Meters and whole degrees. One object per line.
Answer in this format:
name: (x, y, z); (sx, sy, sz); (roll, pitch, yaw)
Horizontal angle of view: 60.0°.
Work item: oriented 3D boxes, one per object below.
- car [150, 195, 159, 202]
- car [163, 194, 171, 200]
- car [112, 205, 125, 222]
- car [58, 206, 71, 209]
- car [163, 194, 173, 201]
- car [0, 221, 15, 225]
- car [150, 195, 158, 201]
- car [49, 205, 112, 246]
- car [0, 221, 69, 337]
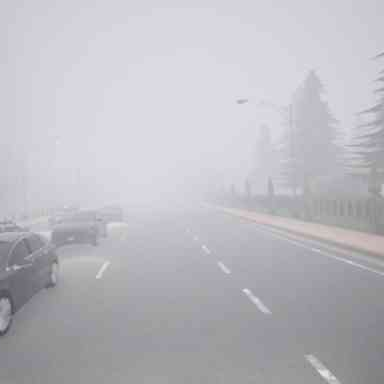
car: (-9.186, 1.607, 81.317); (1.812, 1.442, 4.674); (-3, 0, -7)
car: (-7.037, 1.361, 91.936); (1.812, 1.442, 4.674); (-3, 0, -7)
car: (-6.712, 1.775, 27.805); (1.994, 1.385, 4.181); (-3, 0, -7)
car: (-10.160, 1.881, 27.152); (2.128, 1.511, 4.902); (-3, 0, -7)
car: (-5.770, 1.458, 82.231); (1.994, 1.385, 4.181); (-3, 0, -7)
car: (-8.569, 1.972, 13.976); (1.895, 1.301, 4.718); (-3, 0, -7)
car: (-10.506, 1.556, 91.517); (2.033, 1.411, 5.357); (-3, 0, -7)
car: (-5.334, 1.673, 16.293); (1.882, 1.535, 5.008); (-3, 0, -7)
car: (-4.189, 1.687, 6.873); (1.837, 1.490, 4.892); (-3, 0, -7)
